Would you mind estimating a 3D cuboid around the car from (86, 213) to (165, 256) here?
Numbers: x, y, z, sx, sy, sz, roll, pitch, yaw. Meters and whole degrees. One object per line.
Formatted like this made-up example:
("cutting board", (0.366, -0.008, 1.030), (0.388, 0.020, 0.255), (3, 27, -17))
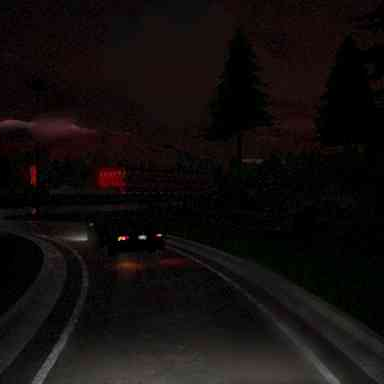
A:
("car", (-2.848, 1.562, 13.306), (2.033, 1.411, 5.357), (0, 0, -28))
